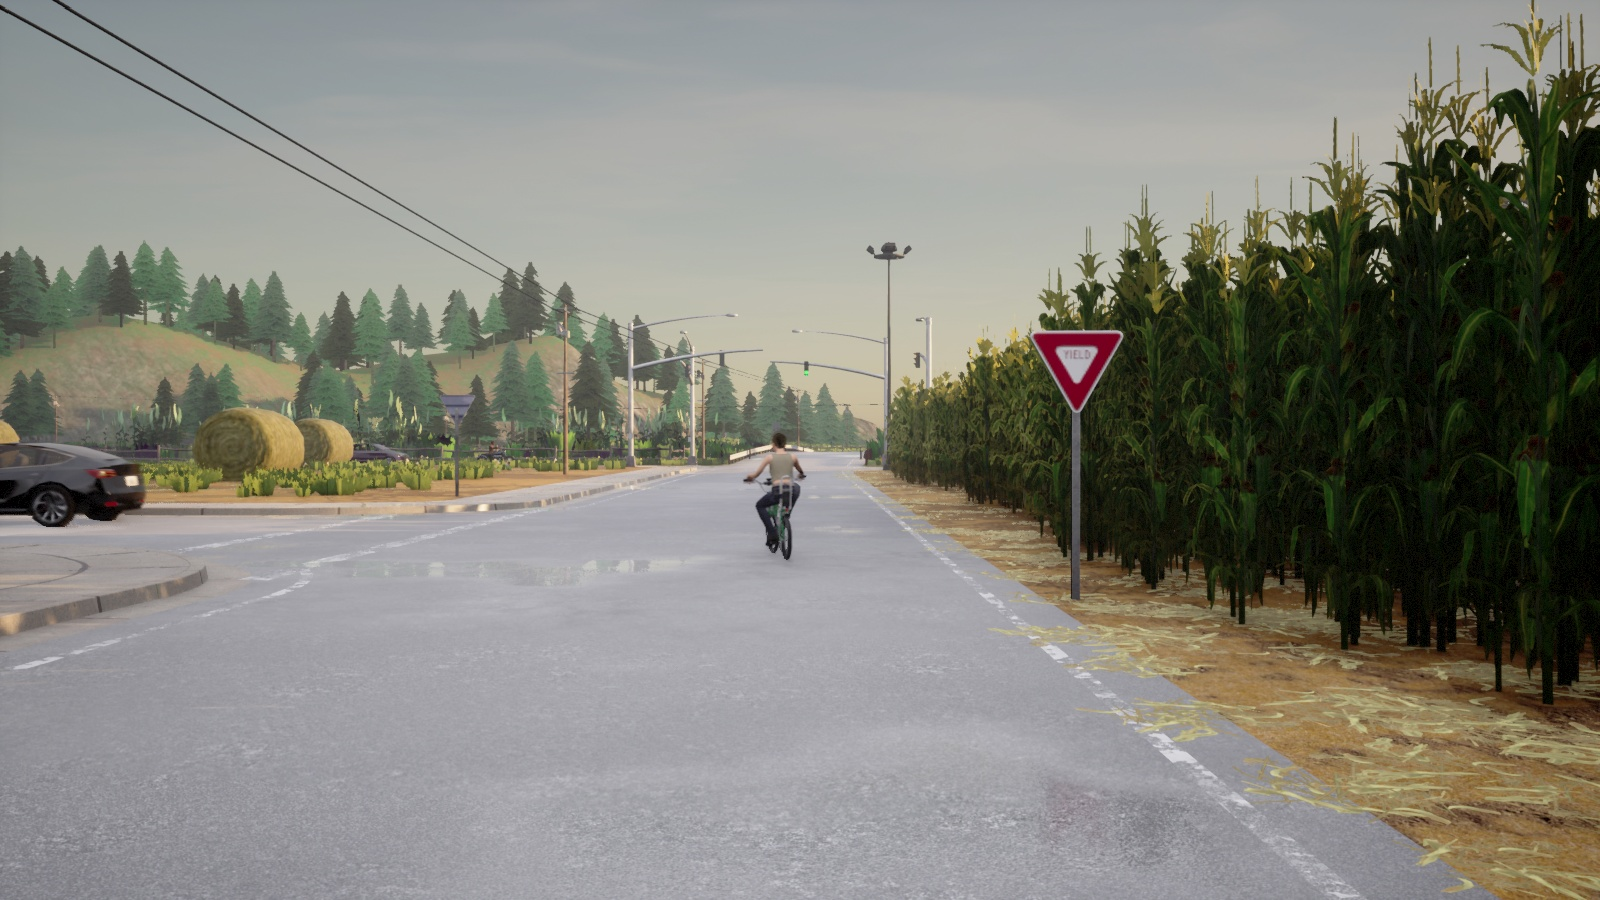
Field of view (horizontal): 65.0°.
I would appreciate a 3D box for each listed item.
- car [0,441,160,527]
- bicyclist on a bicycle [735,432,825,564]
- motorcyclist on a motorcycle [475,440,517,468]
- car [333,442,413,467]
[{"bbox_3d":[-14.501,0.580,22.667,4.792,1.488,2.163,0,0,-2],"label":"car"},{"bbox_3d":[-0.281,0.585,16.301,0.866,1.612,1.509,-1,1,-12],"label":"bicyclist on a bicycle"},{"bbox_3d":[-18.294,0.220,75.628,2.350,1.649,0.766,0,0,3],"label":"motorcyclist on a motorcycle"},{"bbox_3d":[-25.853,0.275,76.062,4.193,1.474,1.816,0,0,3],"label":"car"}]
